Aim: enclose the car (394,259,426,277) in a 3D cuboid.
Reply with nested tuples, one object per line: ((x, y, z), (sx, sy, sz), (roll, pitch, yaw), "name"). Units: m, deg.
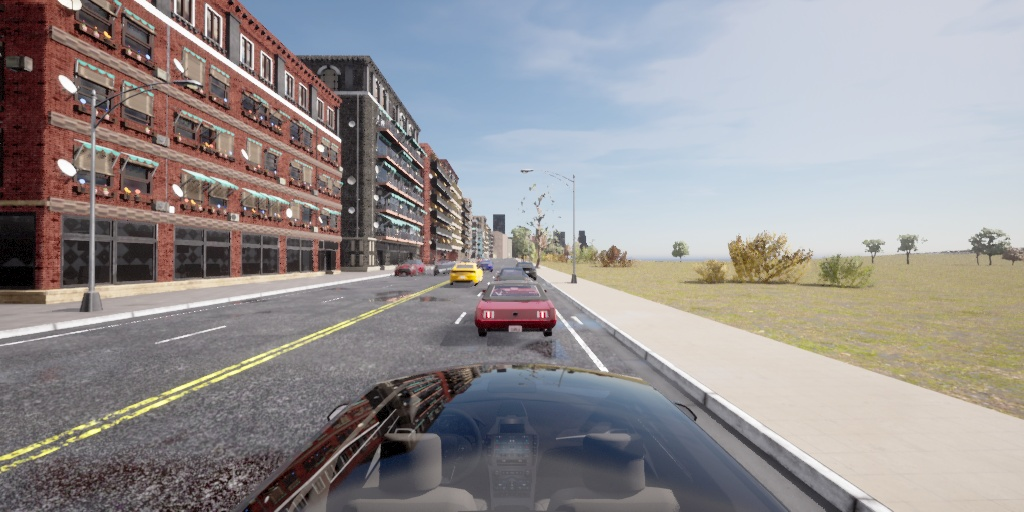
((-9.950, 1.105, 35.237), (2.097, 1.767, 4.553), (0, 0, 0), "car")

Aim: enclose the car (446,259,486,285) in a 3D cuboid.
((-3.221, 1.230, 25.816), (1.882, 1.535, 5.008), (0, 0, 0), "car")

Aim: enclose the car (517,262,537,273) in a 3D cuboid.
((1.053, 1.258, 30.306), (1.837, 1.490, 4.892), (0, 0, 0), "car")

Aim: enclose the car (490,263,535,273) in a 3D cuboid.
((0.037, 1.317, 20.312), (1.994, 1.385, 4.181), (0, 0, 0), "car")

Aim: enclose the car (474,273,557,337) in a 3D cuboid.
((0.076, 1.352, 10.282), (1.895, 1.301, 4.718), (0, 0, 0), "car")

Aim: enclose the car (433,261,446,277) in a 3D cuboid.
((-6.703, 1.244, 36.474), (2.128, 1.511, 4.902), (0, 0, 0), "car")

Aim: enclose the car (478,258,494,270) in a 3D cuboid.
((-3.276, 1.280, 44.939), (1.812, 1.442, 4.674), (0, -1, 0), "car")
